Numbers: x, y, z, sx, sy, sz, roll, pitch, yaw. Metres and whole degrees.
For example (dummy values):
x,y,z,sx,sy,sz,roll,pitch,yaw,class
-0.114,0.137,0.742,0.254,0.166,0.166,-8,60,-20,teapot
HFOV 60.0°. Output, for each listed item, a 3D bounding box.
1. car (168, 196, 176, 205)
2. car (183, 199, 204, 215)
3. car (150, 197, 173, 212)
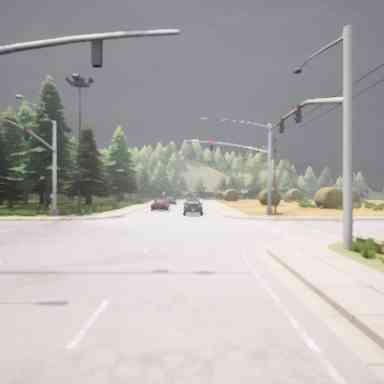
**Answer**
x,y,z,sx,sy,sz,roll,pitch,yaw,class
-3.544,1.428,54.946,2.033,1.411,5.357,0,0,1,car
0.105,1.454,33.030,1.812,1.442,4.674,0,0,0,car
-3.585,1.519,37.794,1.895,1.301,4.718,0,0,0,car
